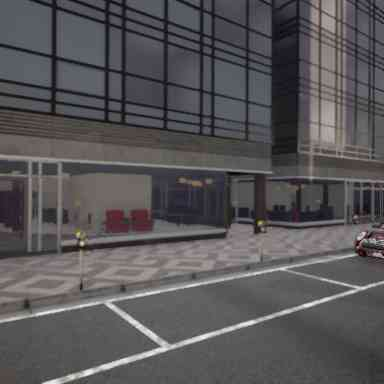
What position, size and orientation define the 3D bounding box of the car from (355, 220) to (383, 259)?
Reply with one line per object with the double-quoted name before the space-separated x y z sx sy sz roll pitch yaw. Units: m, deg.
"car" 7.792 1.584 12.209 4.097 1.590 1.967 1 -1 -35
